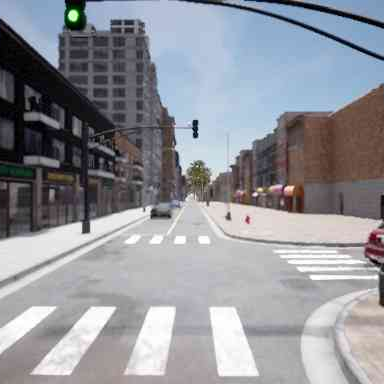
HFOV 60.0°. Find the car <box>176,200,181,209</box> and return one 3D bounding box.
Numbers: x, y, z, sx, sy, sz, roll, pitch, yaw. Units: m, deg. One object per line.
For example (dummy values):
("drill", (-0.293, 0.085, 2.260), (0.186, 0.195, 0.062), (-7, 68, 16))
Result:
("car", (-2.768, 2.037, 54.924), (1.812, 1.442, 4.674), (0, -1, 1))

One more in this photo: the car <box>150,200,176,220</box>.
("car", (-2.835, 1.737, 31.568), (1.882, 1.535, 5.008), (0, 0, 0))

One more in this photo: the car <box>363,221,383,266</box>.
("car", (7.596, 1.420, 9.720), (4.553, 1.767, 2.097), (0, 0, -7))
